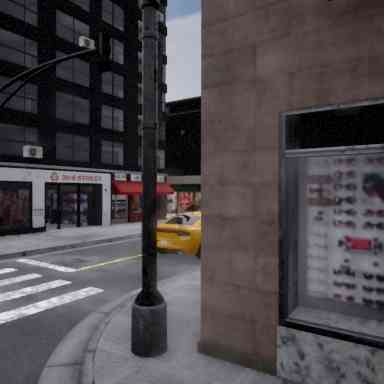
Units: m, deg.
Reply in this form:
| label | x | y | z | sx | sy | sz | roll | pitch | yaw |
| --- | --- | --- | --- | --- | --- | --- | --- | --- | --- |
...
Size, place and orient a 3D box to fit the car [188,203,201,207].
| label | x | y | z | sx | sy | sz | roll | pitch | yaw |
| --- | --- | --- | --- | --- | --- | --- | --- | --- | --- |
| car | 0.541 | 1.373 | 18.168 | 2.097 | 1.767 | 4.553 | 0 | 0 | 33 |

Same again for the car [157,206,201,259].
| label | x | y | z | sx | sy | sz | roll | pitch | yaw |
| --- | --- | --- | --- | --- | --- | --- | --- | --- | --- |
| car | 0.461 | 1.501 | 12.875 | 1.882 | 1.535 | 5.008 | 0 | 0 | 33 |
